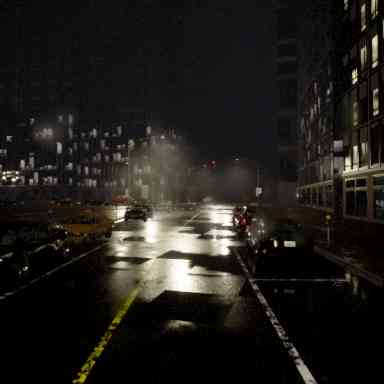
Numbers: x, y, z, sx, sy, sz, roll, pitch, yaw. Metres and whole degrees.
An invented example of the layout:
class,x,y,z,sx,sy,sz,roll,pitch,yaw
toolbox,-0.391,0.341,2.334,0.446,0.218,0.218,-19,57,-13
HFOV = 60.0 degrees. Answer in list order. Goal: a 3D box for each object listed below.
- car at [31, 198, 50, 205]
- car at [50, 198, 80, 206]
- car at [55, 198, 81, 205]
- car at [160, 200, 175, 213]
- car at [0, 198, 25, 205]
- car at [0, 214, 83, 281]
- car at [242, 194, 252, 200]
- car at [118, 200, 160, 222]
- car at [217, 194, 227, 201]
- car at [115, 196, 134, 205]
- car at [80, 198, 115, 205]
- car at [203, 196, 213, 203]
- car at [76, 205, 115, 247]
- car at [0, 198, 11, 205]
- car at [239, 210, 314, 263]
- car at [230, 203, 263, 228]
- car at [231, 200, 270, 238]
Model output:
class,x,y,z,sx,sy,sz,roll,pitch,yaw
car,-29.508,1.890,65.931,4.829,1.417,1.752,0,-1,15
car,-20.632,1.692,55.322,4.403,1.369,2.008,0,-1,15
car,-23.950,1.879,64.404,4.403,1.369,2.008,0,-1,15
car,-2.988,1.593,37.140,2.008,1.369,4.403,1,0,7
car,-31.417,1.764,58.284,4.403,1.369,2.008,0,-1,15
car,-5.118,1.574,9.960,1.947,1.339,4.313,1,0,2
car,12.592,1.436,76.034,2.192,1.841,5.009,1,0,15
car,-4.118,1.576,26.383,2.008,1.369,4.403,1,0,5
car,8.153,1.525,89.883,2.192,1.841,5.009,1,0,16
car,-13.160,1.571,61.446,5.009,1.841,2.192,0,-1,15
car,-15.240,1.672,53.842,4.313,1.339,1.947,0,-1,15
car,3.591,1.671,73.794,1.752,1.417,4.829,1,0,14
car,-4.886,1.539,15.284,1.752,1.417,4.829,1,0,3
car,-40.134,1.985,68.848,4.403,1.369,2.008,0,-1,15
car,2.980,1.570,11.890,1.947,1.339,4.313,1,0,2
car,3.662,1.555,23.200,1.887,1.381,4.507,1,0,5
car,3.273,1.448,17.570,1.967,1.590,4.097,1,0,4
